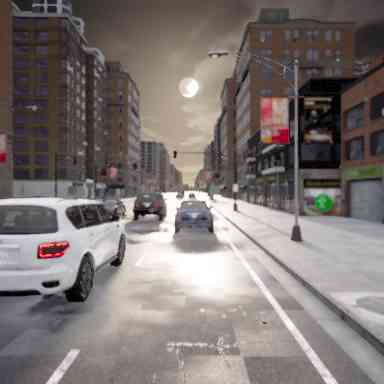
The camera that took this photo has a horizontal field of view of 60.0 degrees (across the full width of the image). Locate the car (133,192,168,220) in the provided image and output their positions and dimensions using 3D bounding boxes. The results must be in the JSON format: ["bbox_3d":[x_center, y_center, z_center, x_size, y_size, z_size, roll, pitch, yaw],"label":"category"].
[{"bbox_3d":[-3.145,1.032,25.913,2.150,2.045,5.566,0,0,0],"label":"car"}]

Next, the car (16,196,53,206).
[{"bbox_3d":[-22.141,1.255,46.766,4.313,1.339,1.947,0,0,0],"label":"car"}]

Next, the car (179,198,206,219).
[{"bbox_3d":[0.062,1.290,27.993,2.128,1.511,4.902,0,0,0],"label":"car"}]

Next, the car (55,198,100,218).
[{"bbox_3d":[-9.769,1.285,28.836,2.128,1.511,4.902,0,0,1],"label":"car"}]

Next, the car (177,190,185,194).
[{"bbox_3d":[-3.236,0.940,88.166,2.033,1.411,5.357,0,0,0],"label":"car"}]

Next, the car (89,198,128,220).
[{"bbox_3d":[-6.543,1.314,26.655,1.837,1.490,4.892,0,0,1],"label":"car"}]

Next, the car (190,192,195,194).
[{"bbox_3d":[0.015,0.922,88.579,1.812,1.442,4.674,0,0,0],"label":"car"}]

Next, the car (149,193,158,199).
[{"bbox_3d":[-9.737,1.019,84.403,1.895,1.301,4.718,0,0,0],"label":"car"}]

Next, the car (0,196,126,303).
[{"bbox_3d":[-3.148,1.157,8.149,2.150,2.045,5.566,0,0,0],"label":"car"}]

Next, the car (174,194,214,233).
[{"bbox_3d":[0.103,1.215,18.924,2.097,1.767,4.553,0,0,0],"label":"car"}]
